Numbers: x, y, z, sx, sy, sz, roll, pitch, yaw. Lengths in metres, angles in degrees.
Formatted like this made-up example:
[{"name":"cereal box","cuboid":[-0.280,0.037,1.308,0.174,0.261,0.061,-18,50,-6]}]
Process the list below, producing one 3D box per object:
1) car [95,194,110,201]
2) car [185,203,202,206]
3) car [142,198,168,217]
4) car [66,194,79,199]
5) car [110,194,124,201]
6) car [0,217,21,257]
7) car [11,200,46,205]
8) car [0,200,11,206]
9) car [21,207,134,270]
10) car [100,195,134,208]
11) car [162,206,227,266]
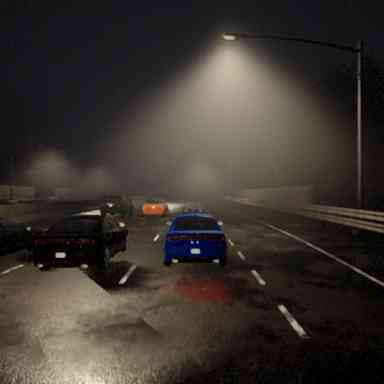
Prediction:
[{"name":"car","cuboid":[-21.007,1.293,78.187,2.033,1.411,5.357,0,0,0]},{"name":"car","cuboid":[0.100,1.640,30.290,1.895,1.301,4.718,0,0,0]},{"name":"car","cuboid":[-3.405,1.393,31.500,2.097,1.767,4.553,0,0,0]},{"name":"car","cuboid":[-28.007,1.277,78.186,1.812,1.442,4.674,0,0,0]},{"name":"car","cuboid":[-17.507,1.293,78.187,2.033,1.411,5.357,0,0,0]},{"name":"car","cuboid":[-6.900,1.558,11.149,2.033,1.411,5.357,0,0,0]},{"name":"car","cuboid":[-17.594,1.599,37.443,2.033,1.411,5.357,0,0,0]},{"name":"car","cuboid":[-21.090,1.614,36.864,1.994,1.385,4.181,0,0,0]},{"name":"car","cuboid":[-3.399,1.488,11.078,1.882,1.535,5.008,0,0,0]},{"name":"car","cuboid":[-6.907,1.261,30.959,2.150,2.045,5.566,0,0,0]},{"name":"car","cuboid":[0.100,1.489,11.683,1.882,1.535,5.008,0,0,0]}]
